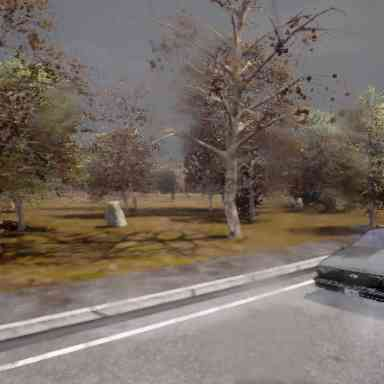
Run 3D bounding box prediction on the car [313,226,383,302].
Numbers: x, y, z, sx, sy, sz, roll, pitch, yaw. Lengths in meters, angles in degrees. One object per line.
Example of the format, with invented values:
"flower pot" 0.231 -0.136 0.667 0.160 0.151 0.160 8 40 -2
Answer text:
"car" 5.161 1.564 8.135 5.357 1.411 2.033 0 0 -39
